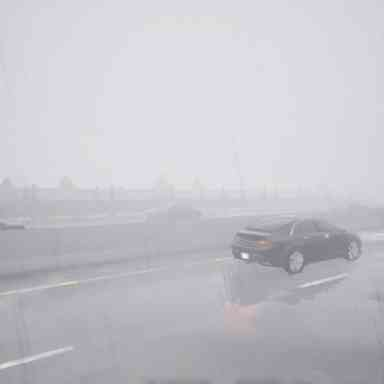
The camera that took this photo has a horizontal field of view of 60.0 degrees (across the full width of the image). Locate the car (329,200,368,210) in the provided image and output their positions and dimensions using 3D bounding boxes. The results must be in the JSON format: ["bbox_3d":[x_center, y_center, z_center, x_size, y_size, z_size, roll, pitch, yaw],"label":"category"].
[{"bbox_3d":[15.043,1.465,31.839,4.674,1.442,1.812,0,0,-35],"label":"car"}]

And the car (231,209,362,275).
[{"bbox_3d":[3.421,1.486,10.465,4.892,1.490,1.837,0,0,-35],"label":"car"}]

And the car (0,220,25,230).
[{"bbox_3d":[-8.233,1.470,11.019,5.008,1.535,1.882,0,0,-35],"label":"car"}]

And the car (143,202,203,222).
[{"bbox_3d":[-1.335,1.492,24.496,4.674,1.442,1.812,0,0,-36],"label":"car"}]
